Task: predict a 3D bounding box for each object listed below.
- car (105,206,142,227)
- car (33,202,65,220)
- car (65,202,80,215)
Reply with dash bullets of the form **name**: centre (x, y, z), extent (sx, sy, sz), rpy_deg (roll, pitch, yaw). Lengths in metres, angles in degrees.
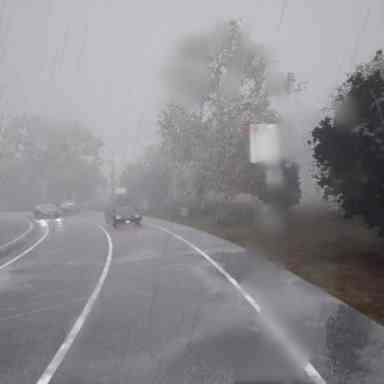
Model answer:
- **car**: centre (-5.020, 1.662, 23.648), extent (1.895, 1.301, 4.718), rpy_deg (-2, 0, -22)
- **car**: centre (-15.132, 1.997, 34.559), extent (1.837, 1.490, 4.892), rpy_deg (-3, 0, -36)
- **car**: centre (-15.040, 1.939, 39.986), extent (1.812, 1.442, 4.674), rpy_deg (-4, 1, -40)
